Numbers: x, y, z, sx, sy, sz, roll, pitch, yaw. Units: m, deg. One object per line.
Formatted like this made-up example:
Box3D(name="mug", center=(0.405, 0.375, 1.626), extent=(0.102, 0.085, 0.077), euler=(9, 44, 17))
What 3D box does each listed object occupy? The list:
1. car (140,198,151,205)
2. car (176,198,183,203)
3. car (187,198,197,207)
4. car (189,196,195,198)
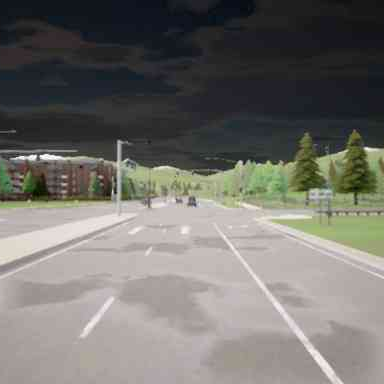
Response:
Box3D(name="car", center=(-11.496, 2.269, 82.363), extent=(2.097, 1.767, 4.553), euler=(0, -1, 0))
Box3D(name="car", center=(-3.496, 2.382, 91.868), extent=(2.128, 1.511, 4.902), euler=(0, -1, 0))
Box3D(name="car", center=(0.003, 2.339, 66.463), extent=(1.895, 1.301, 4.718), euler=(0, -1, 0))
Box3D(name="car", center=(0.004, 2.083, 91.903), extent=(2.150, 2.045, 5.566), euler=(0, -1, 0))
